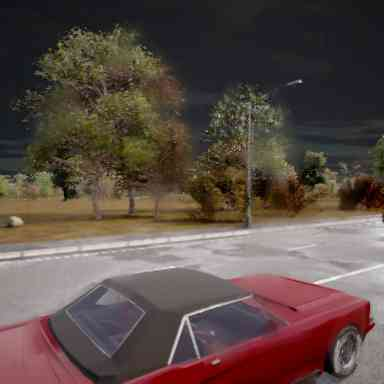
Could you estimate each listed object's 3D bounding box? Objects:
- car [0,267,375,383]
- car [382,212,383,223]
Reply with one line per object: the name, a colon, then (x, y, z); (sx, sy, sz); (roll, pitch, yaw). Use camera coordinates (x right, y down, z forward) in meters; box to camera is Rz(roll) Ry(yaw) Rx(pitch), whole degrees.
car: (0.103, 1.601, 3.820); (4.718, 1.301, 1.895); (0, 0, -36)
car: (15.267, 1.509, 23.484); (4.892, 1.490, 1.837); (0, 0, -35)
